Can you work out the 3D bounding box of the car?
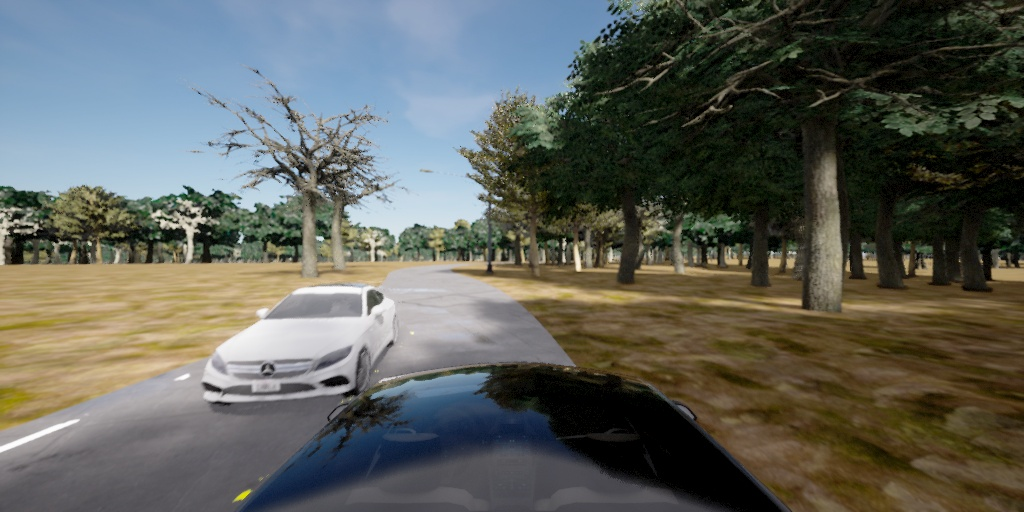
[{"bbox_3d":[-3.245,1.251,6.493,1.812,1.442,4.674,0,0,-9],"label":"car"}]
